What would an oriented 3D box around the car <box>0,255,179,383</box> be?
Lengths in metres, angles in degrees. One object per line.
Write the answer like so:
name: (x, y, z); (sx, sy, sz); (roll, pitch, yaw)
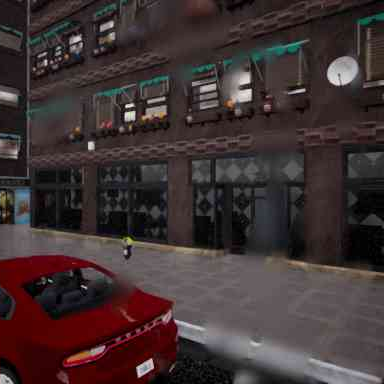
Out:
car: (-2.262, 1.544, 4.478); (4.507, 1.381, 1.887); (0, 0, 35)
